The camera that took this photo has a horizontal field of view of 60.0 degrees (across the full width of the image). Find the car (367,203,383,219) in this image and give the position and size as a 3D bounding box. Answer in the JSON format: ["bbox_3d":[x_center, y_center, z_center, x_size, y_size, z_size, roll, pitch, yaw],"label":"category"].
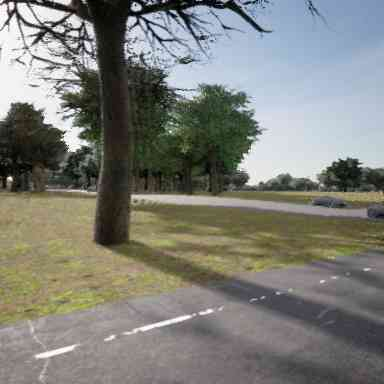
[{"bbox_3d":[15.876,1.426,25.652,1.994,1.385,4.181,-1,2,-35],"label":"car"}]

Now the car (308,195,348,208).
[{"bbox_3d":[15.555,1.035,38.191,1.994,1.385,4.181,-1,2,-35],"label":"car"}]
